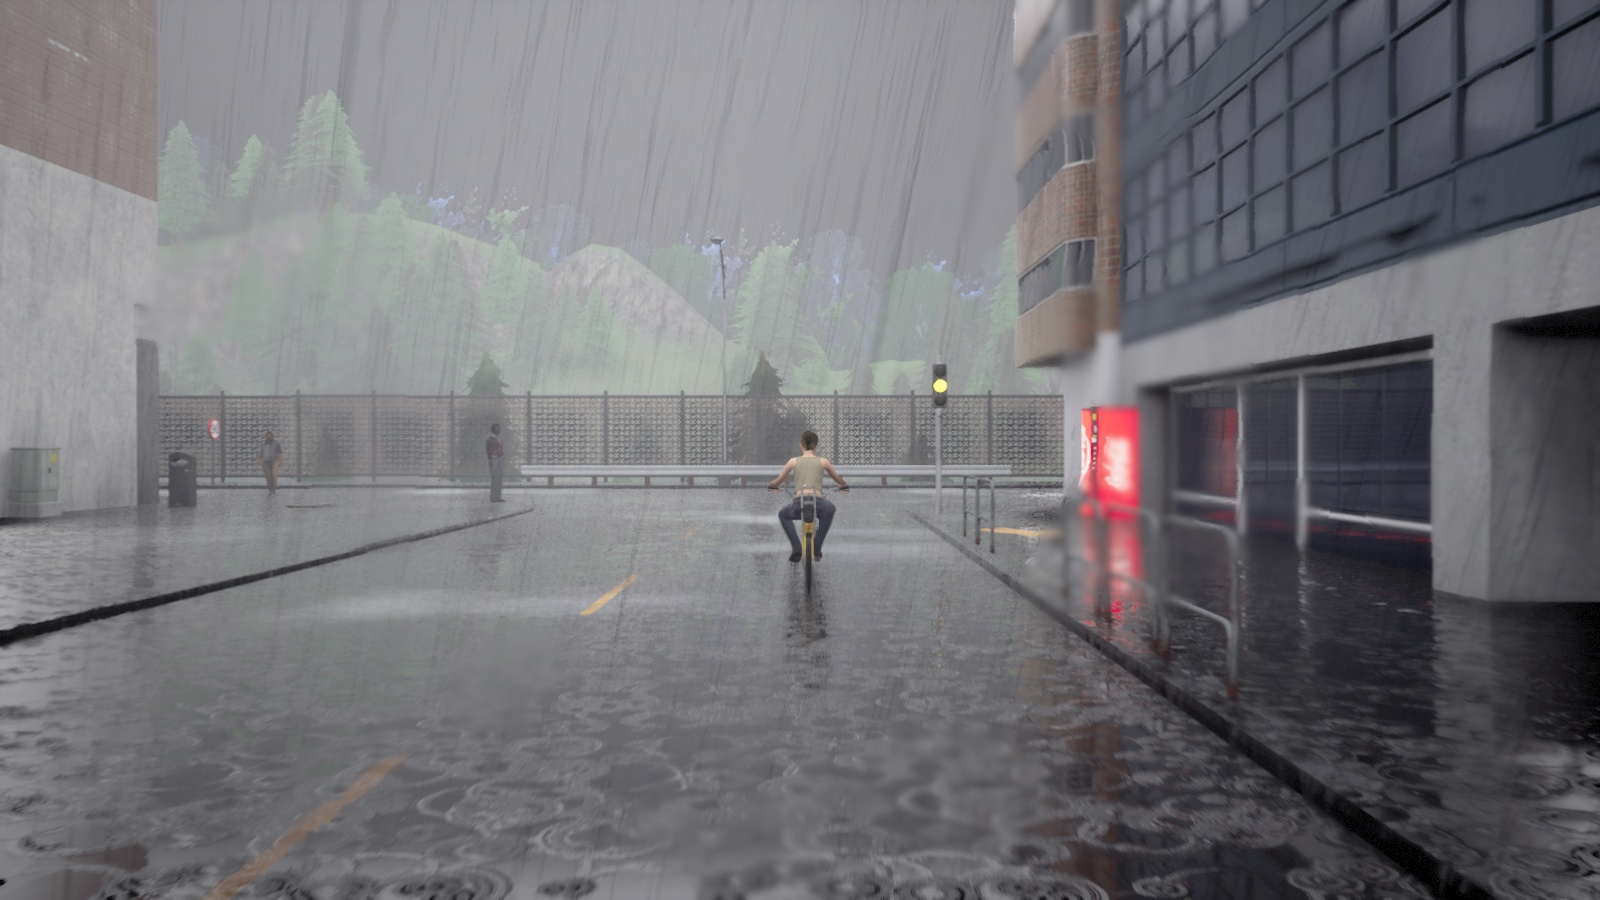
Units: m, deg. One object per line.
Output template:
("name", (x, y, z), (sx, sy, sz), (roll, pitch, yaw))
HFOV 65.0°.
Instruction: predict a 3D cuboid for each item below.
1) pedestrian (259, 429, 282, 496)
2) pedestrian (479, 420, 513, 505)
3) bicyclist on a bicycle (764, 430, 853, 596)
("pedestrian", (-14.875, 0.337, 35.265), (0.540, 1.848, 0.694), (0, 0, -18))
("pedestrian", (-7.058, 0.284, 29.145), (0.666, 1.930, 0.402), (0, 0, 33))
("bicyclist on a bicycle", (0.089, 0.610, 12.982), (0.866, 1.612, 1.509), (0, 0, 0))
